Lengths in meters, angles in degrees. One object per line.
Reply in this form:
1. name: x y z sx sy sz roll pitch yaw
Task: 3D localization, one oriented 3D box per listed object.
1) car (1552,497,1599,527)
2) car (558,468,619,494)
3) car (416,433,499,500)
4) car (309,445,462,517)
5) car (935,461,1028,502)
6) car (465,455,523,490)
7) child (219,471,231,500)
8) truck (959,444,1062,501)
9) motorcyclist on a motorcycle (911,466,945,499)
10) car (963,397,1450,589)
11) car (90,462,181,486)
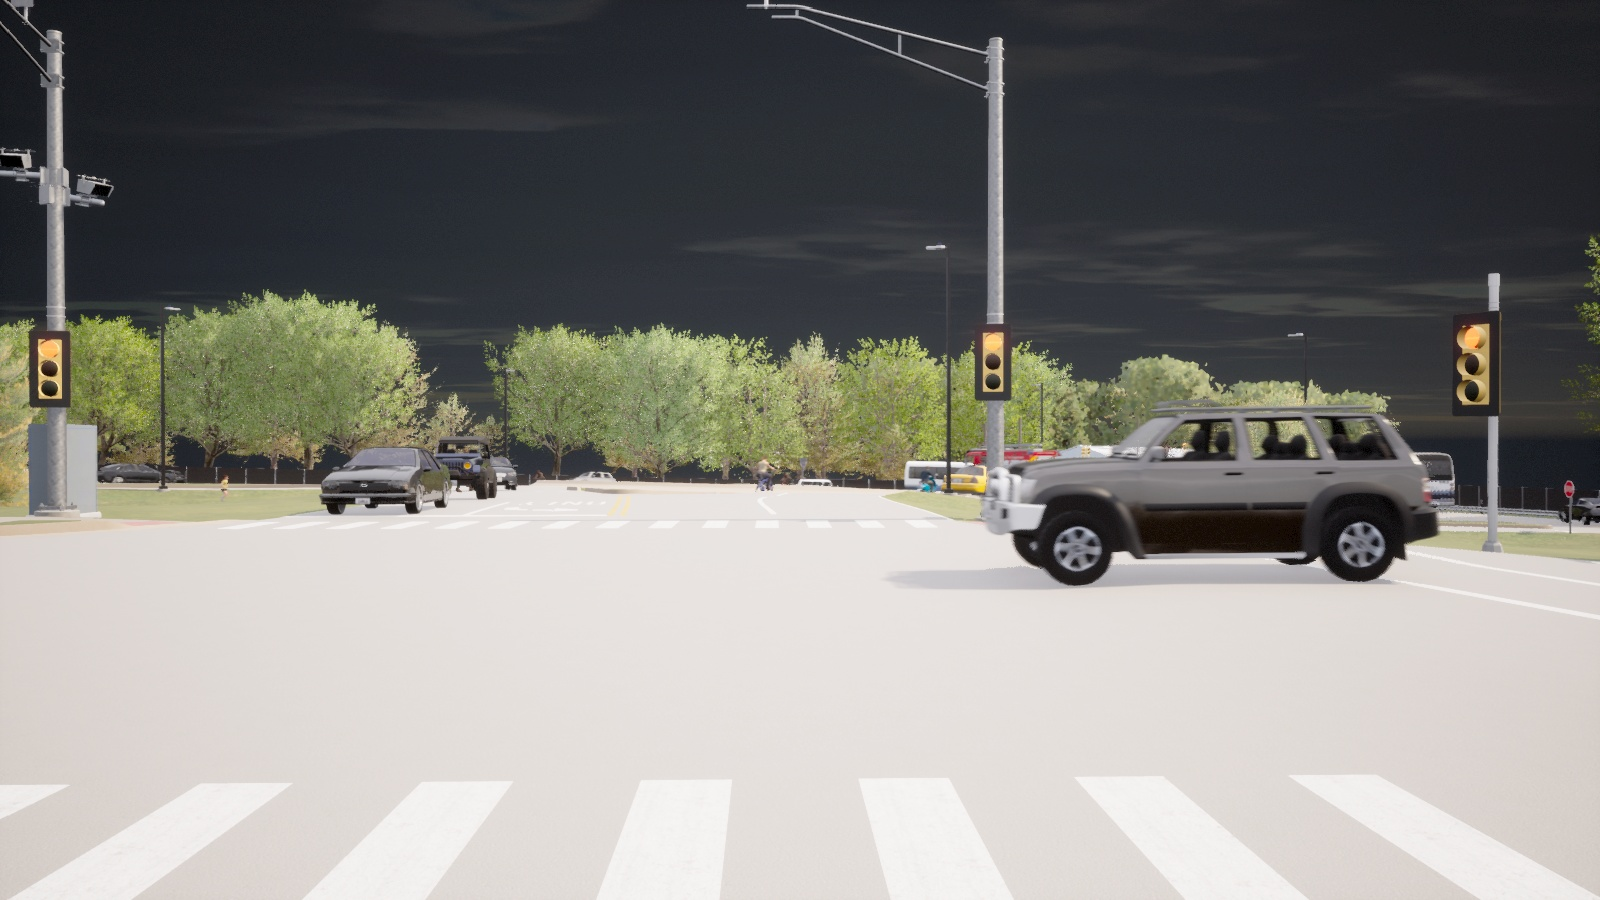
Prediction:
1. car: 44.612 3.481 70.916 2.128 1.511 4.902 0 -1 11
2. car: -15.045 2.235 89.513 3.806 1.475 1.970 6 -10 -44
3. car: -10.076 0.493 37.225 1.905 1.878 3.866 0 -1 -8
4. car: -8.879 0.613 27.407 2.033 1.411 5.357 0 0 -6
5. car: 7.916 1.377 54.208 1.801 1.575 5.366 0 -3 34
6. car: -13.813 1.015 56.467 2.128 1.511 4.902 0 -1 -19
7. child: -22.211 1.383 48.505 0.394 1.110 0.255 0 1 -9
8. truck: 14.913 1.559 89.896 2.891 3.827 8.468 0 0 -26
9. motorcyclist on a motorcycle: 6.258 1.581 61.460 0.866 1.590 1.817 1 -1 33
10. car: 4.183 0.420 13.516 4.605 1.855 1.932 -1 1 1
11. car: -43.195 1.586 81.701 1.837 1.490 4.892 -1 -3 40
